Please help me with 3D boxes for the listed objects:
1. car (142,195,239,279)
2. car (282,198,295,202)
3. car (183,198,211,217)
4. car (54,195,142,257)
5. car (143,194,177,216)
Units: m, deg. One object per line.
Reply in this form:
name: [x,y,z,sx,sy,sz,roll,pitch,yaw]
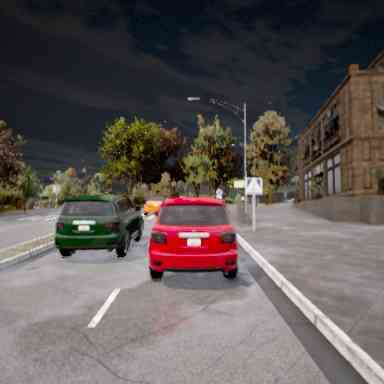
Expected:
car: [0.019,1.152,9.934,2.150,2.045,5.566,0,1,-1]
car: [25.060,2.274,84.497,1.812,1.442,4.674,2,-4,-31]
car: [0.522,1.252,28.715,1.994,1.385,4.181,-1,1,7]
car: [-3.251,1.126,12.622,2.150,2.045,5.566,0,1,0]
car: [-2.689,1.070,29.172,2.097,1.767,4.553,-1,1,6]
